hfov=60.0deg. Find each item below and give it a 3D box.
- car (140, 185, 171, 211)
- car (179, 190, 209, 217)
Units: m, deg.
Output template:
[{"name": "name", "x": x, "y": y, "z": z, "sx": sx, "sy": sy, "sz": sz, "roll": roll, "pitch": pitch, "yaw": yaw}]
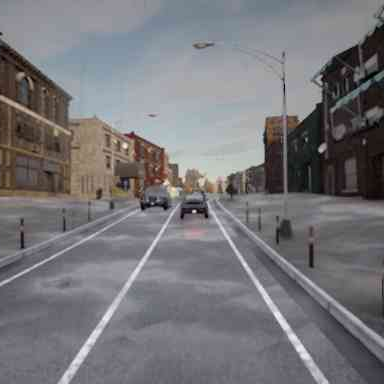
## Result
[{"name": "car", "x": -2.983, "y": 0.460, "z": 28.257, "sx": 2.150, "sy": 2.045, "sz": 5.566, "roll": 0, "pitch": 2, "yaw": 1}, {"name": "car", "x": 0.155, "y": 0.884, "z": 23.376, "sx": 1.837, "sy": 1.490, "sz": 4.892, "roll": 0, "pitch": 2, "yaw": 0}]
